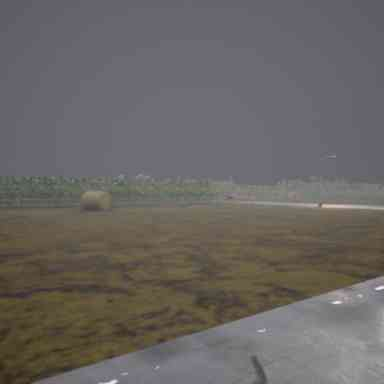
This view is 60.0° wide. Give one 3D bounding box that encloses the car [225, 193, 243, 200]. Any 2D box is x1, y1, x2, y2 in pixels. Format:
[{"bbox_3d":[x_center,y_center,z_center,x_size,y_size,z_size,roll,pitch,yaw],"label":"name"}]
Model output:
[{"bbox_3d":[8.619,0.980,69.410,2.128,1.511,4.902,-1,1,-35],"label":"car"}]
